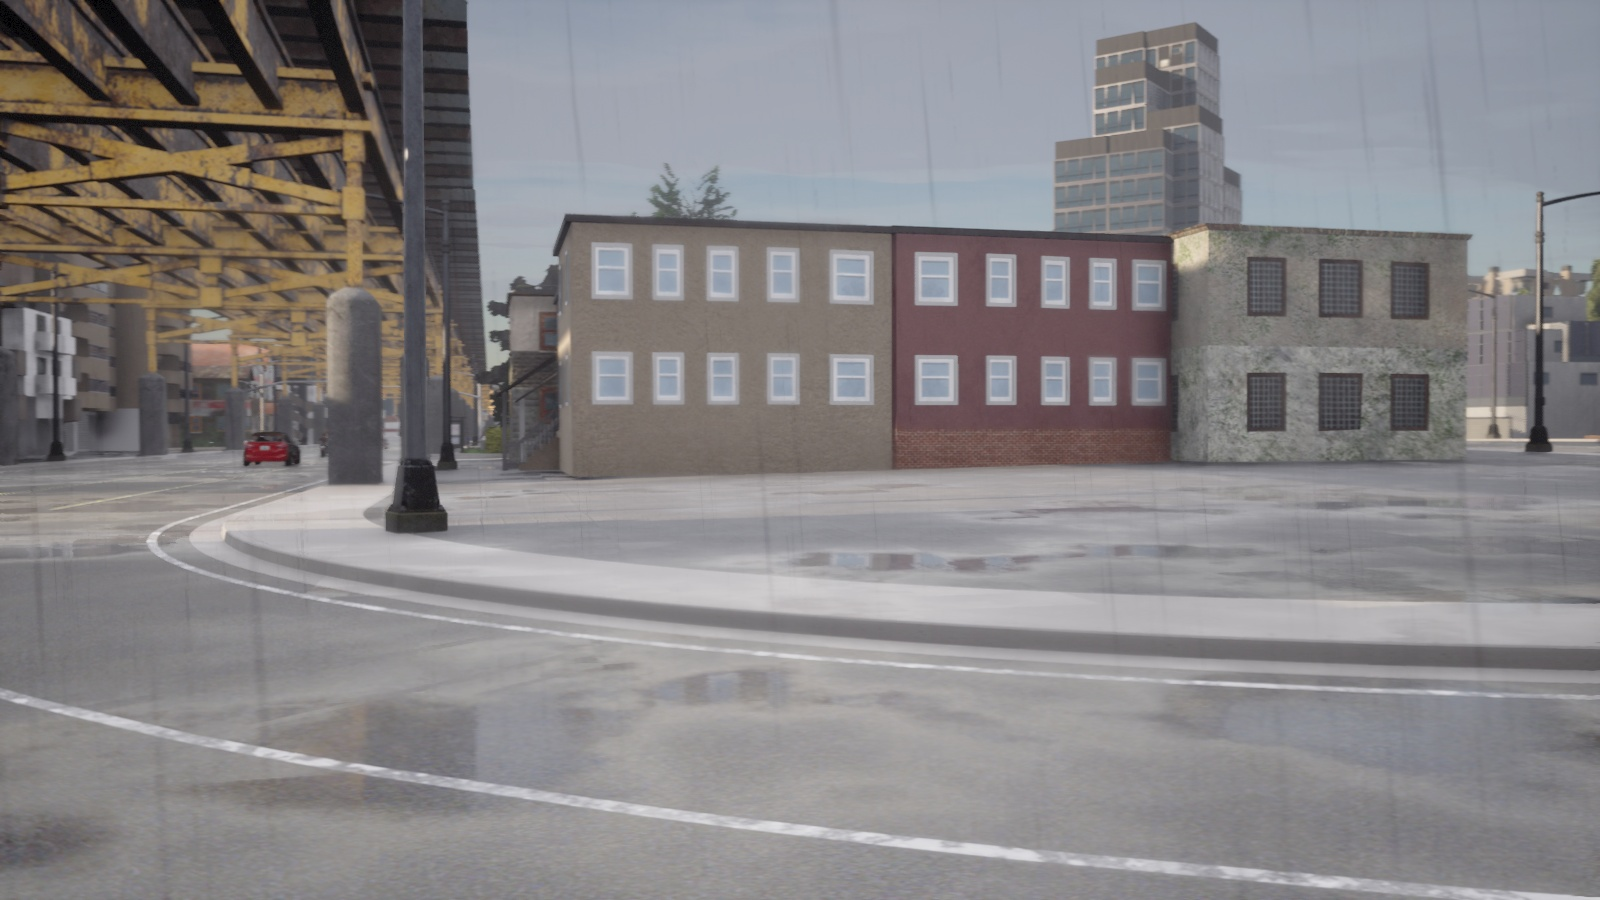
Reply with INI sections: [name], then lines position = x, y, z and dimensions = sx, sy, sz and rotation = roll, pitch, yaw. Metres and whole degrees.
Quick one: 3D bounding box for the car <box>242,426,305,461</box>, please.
[car]
position = -26.387, -0.344, 63.072
dimensions = 2.242, 1.667, 4.611
rotation = 0, 1, -14
